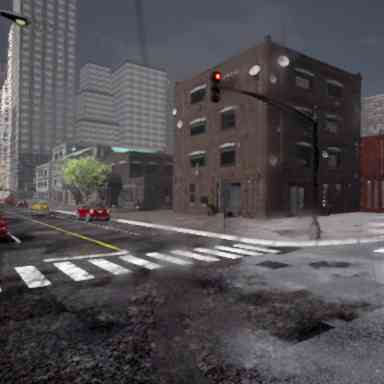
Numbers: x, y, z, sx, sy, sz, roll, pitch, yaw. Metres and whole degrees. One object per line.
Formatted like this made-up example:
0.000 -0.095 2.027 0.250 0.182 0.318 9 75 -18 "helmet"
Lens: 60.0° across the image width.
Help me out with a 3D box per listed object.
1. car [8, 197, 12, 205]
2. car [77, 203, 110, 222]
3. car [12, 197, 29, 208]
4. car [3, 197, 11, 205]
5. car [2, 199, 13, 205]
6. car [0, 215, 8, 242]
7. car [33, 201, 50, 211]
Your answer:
-35.023 2.256 66.683 1.802 1.307 4.206 0 -1 -35 "car"
-8.761 1.713 29.334 1.967 1.590 4.097 0 -1 -35 "car"
-31.854 2.064 62.149 1.967 1.590 4.097 0 -1 -35 "car"
-41.363 2.089 75.756 2.192 1.841 5.009 0 -1 -35 "car"
-44.630 2.351 80.428 1.752 1.417 4.829 0 -1 -35 "car"
-10.055 1.608 16.105 1.887 1.381 4.507 0 -1 -35 "car"
-21.444 1.989 47.374 1.752 1.417 4.829 0 -1 -35 "car"
